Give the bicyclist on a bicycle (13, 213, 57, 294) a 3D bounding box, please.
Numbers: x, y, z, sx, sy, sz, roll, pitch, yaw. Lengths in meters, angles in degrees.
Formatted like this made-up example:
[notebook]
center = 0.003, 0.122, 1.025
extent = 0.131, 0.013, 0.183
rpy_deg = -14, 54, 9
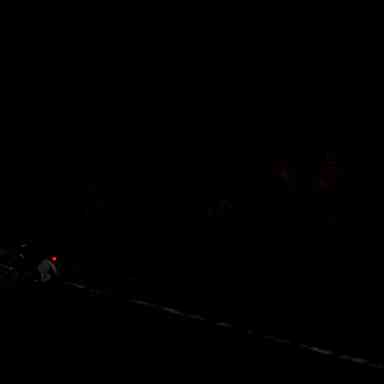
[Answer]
[bicyclist on a bicycle]
center = -3.657, 1.366, 7.646
extent = 1.843, 1.776, 0.659
rpy_deg = 0, 0, 35
